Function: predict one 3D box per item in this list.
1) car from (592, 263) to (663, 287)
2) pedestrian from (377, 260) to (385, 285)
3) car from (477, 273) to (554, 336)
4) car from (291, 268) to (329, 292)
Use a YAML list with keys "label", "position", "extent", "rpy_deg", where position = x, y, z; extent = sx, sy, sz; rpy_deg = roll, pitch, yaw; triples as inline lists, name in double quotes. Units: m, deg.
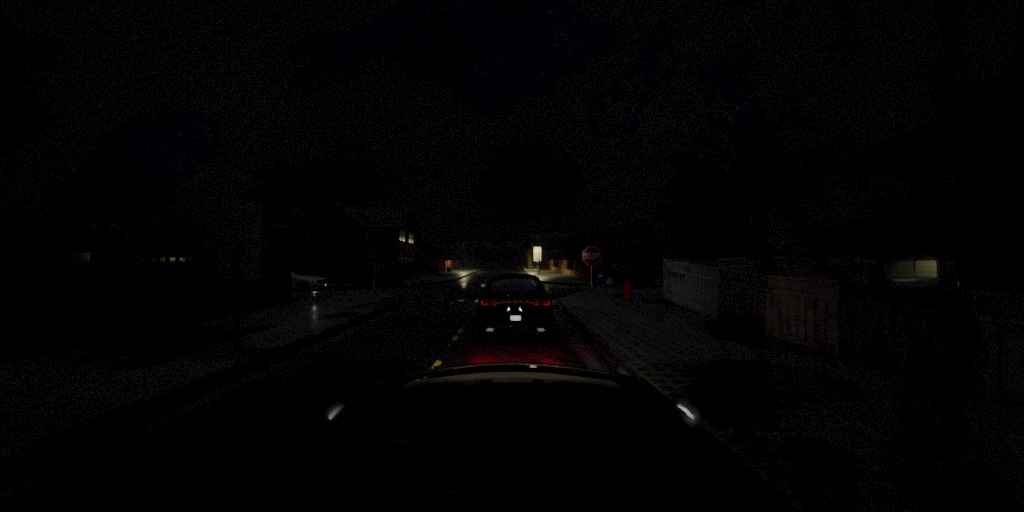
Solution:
- label: "car"
  position: [7.739, 1.203, 23.522]
  extent: [5.008, 1.535, 1.882]
  rpy_deg: [-1, -2, 1]
- label: "pedestrian"
  position: [-9.718, 1.199, 26.636]
  extent: [0.375, 1.860, 0.375]
  rpy_deg: [0, -1, 1]
- label: "car"
  position: [0.080, 1.241, 10.497]
  extent: [1.882, 1.535, 5.008]
  rpy_deg: [0, 0, 0]
- label: "car"
  position: [-13.128, 1.420, 20.785]
  extent: [4.674, 1.442, 1.812]
  rpy_deg: [-1, -2, 0]
